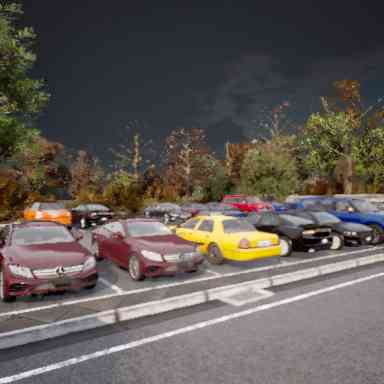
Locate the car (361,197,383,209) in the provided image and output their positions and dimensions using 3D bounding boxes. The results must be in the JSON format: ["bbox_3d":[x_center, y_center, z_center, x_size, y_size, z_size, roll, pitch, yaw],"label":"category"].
[{"bbox_3d":[25.688,1.493,44.562,2.097,1.535,5.008,-1,0,-35],"label":"car"}]

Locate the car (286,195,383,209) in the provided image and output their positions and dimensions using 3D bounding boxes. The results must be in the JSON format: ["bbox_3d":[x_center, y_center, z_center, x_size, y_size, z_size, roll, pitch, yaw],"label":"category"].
[{"bbox_3d":[7.686,1.305,16.451,2.435,2.045,5.566,1,0,-35],"label":"car"}]

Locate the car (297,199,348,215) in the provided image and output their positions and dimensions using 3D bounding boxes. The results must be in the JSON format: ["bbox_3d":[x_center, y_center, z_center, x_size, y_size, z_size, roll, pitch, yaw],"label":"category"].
[{"bbox_3d":[14.235,1.631,36.524,2.163,1.488,4.792,-1,0,-35],"label":"car"}]

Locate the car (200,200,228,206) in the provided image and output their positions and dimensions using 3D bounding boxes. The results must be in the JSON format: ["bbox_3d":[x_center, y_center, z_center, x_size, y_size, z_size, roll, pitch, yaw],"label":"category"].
[{"bbox_3d":[0.300,1.584,26.631,2.163,1.488,4.792,1,0,-35],"label":"car"}]

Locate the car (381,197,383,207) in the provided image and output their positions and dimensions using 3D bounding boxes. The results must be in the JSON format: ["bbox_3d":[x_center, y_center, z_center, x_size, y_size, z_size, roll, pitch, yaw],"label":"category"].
[{"bbox_3d":[30.308,1.450,47.807,2.097,1.535,5.008,-1,0,-35],"label":"car"}]

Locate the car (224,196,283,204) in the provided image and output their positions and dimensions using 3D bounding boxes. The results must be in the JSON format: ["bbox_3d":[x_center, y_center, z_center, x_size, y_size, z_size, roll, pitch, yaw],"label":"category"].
[{"bbox_3d":[4.918,1.359,29.887,2.435,2.045,5.566,1,0,-35],"label":"car"}]

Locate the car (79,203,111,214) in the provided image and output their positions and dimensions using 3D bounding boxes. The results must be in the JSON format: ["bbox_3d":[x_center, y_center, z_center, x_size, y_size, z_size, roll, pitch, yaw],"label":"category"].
[{"bbox_3d":[-6.638,1.470,21.772,2.097,1.535,5.008,1,0,-35],"label":"car"}]

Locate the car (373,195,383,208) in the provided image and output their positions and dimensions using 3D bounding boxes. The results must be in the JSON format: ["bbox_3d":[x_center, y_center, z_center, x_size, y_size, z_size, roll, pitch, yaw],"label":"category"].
[{"bbox_3d":[27.980,1.346,46.209,2.185,1.767,4.553,-1,0,-35],"label":"car"}]

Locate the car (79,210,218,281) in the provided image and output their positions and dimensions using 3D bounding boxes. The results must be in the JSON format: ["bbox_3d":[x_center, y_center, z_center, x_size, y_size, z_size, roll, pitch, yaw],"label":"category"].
[{"bbox_3d":[-1.571,1.484,9.962,2.002,1.452,4.674,1,0,-35],"label":"car"}]

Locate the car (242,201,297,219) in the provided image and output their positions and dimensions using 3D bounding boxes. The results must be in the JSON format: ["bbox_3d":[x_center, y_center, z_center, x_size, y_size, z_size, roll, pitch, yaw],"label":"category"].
[{"bbox_3d":[7.220,1.635,31.537,2.097,1.535,5.008,1,-1,-35],"label":"car"}]

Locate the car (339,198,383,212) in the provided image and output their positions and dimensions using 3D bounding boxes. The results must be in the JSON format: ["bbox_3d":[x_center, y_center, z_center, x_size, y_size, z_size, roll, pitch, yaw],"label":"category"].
[{"bbox_3d":[21.173,1.537,41.381,2.231,1.521,4.892,-1,0,-35],"label":"car"}]

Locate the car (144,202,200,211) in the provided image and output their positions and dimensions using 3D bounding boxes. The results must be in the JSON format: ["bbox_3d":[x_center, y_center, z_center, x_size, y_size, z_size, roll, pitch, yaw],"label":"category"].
[{"bbox_3d":[-1.926,1.528,25.106,2.231,1.521,4.892,1,0,-35],"label":"car"}]

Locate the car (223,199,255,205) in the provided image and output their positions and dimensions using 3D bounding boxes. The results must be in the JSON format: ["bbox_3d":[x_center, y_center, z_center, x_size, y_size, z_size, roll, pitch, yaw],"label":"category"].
[{"bbox_3d":[2.608,1.612,28.257,2.163,1.488,4.792,1,0,-35],"label":"car"}]

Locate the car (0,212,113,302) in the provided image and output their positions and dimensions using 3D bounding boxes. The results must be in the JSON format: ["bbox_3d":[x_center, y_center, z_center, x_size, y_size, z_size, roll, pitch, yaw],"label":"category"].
[{"bbox_3d":[-3.880,1.456,8.334,2.002,1.452,4.674,1,0,-35],"label":"car"}]

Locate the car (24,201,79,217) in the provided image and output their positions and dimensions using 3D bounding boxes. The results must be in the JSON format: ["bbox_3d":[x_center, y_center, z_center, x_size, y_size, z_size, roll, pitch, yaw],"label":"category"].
[{"bbox_3d":[-8.828,1.317,20.196,2.185,1.767,4.553,1,0,-35],"label":"car"}]

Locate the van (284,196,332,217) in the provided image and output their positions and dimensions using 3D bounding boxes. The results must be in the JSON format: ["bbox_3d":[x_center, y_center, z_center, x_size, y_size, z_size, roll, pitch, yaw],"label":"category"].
[{"bbox_3d":[12.010,1.397,34.772,1.878,1.987,4.442,-1,0,-35],"label":"van"}]

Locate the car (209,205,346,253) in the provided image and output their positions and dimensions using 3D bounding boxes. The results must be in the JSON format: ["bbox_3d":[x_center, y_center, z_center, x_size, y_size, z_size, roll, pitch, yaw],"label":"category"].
[{"bbox_3d":[3.053,1.500,13.213,2.097,1.535,5.008,1,0,-35],"label":"car"}]

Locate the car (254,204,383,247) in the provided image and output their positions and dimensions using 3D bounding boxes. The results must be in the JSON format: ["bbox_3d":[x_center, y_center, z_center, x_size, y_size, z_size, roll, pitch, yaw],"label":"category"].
[{"bbox_3d":[5.355,1.528,14.849,2.097,1.535,5.008,1,0,-35],"label":"car"}]

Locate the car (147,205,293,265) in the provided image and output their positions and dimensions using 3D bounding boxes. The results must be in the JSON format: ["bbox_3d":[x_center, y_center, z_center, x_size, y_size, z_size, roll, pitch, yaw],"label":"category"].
[{"bbox_3d":[0.633,1.469,11.740,1.946,1.575,5.366,1,0,-35],"label":"car"}]
